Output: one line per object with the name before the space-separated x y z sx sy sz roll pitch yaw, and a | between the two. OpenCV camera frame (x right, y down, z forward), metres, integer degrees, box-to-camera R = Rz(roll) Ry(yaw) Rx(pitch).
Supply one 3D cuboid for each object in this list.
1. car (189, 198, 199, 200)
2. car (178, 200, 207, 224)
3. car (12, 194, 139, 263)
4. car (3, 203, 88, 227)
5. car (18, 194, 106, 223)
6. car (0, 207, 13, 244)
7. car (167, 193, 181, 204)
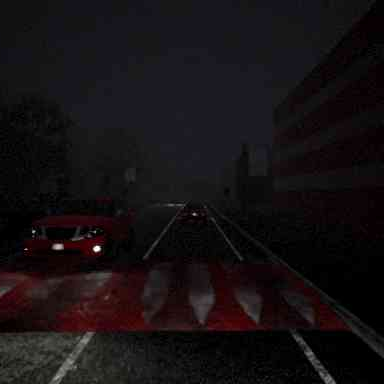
car | 0.308 1.508 42.785 2.033 1.411 5.357 0 0 1
car | 0.174 1.546 24.751 2.033 1.411 5.357 0 0 0
car | -3.330 1.151 11.069 2.150 2.045 5.566 0 -3 0
car | -9.493 1.454 21.814 4.674 1.452 2.002 0 0 0
car | -9.481 1.155 24.639 5.566 2.045 2.435 0 0 0
car | -9.451 1.471 13.336 4.674 1.452 2.002 0 0 0
car | -2.864 1.434 59.916 1.812 1.442 4.674 0 0 1
